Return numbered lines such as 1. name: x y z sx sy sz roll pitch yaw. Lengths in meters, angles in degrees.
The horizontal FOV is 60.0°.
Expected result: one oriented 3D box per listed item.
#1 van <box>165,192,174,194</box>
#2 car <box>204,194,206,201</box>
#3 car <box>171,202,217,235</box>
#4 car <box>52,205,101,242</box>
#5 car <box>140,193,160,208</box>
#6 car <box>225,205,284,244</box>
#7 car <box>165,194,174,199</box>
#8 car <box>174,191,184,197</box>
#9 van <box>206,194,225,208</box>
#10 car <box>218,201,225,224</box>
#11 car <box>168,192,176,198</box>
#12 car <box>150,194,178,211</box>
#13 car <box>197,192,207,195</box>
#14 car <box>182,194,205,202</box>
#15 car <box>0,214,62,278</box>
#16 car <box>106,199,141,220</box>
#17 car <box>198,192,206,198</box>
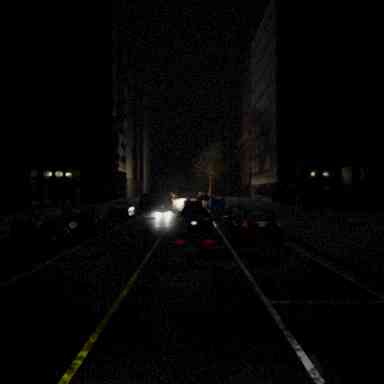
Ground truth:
1. van: -5.647 0.920 77.547 1.690 1.788 3.998 0 0 0
2. car: 2.871 1.313 43.863 1.752 1.417 4.829 0 0 0
3. car: 0.101 1.483 18.379 1.994 1.385 4.181 0 0 0
4. car: -5.664 1.371 15.518 1.967 1.590 4.097 0 0 0
5. car: -5.655 1.102 43.715 2.192 1.841 5.009 0 0 0
6. car: 2.862 1.372 15.491 1.967 1.590 4.097 0 0 0
7. car: -5.647 1.116 83.187 1.947 1.339 4.313 0 0 0
8. car: -2.981 0.905 77.932 1.837 1.490 4.892 0 0 0
9. van: 2.869 1.163 38.051 1.690 1.788 3.998 0 0 0
10. car: 2.863 1.489 21.133 1.802 1.307 4.206 0 0 0
11. car: -5.644 0.941 94.464 1.967 1.590 4.097 0 0 0
12. car: -3.086 1.317 37.281 2.128 1.511 4.902 0 0 0
13. car: 2.367 1.178 64.834 1.812 1.442 4.674 0 0 0
14. car: 0.107 1.313 35.397 1.882 1.535 5.008 0 0 0
15. car: -5.665 1.538 9.879 1.802 1.307 4.206 0 0 0
16. car: -5.661 1.430 26.797 2.008 1.369 4.403 0 0 0
17. car: 2.881 0.818 94.448 2.192 1.841 5.009 0 0 0
